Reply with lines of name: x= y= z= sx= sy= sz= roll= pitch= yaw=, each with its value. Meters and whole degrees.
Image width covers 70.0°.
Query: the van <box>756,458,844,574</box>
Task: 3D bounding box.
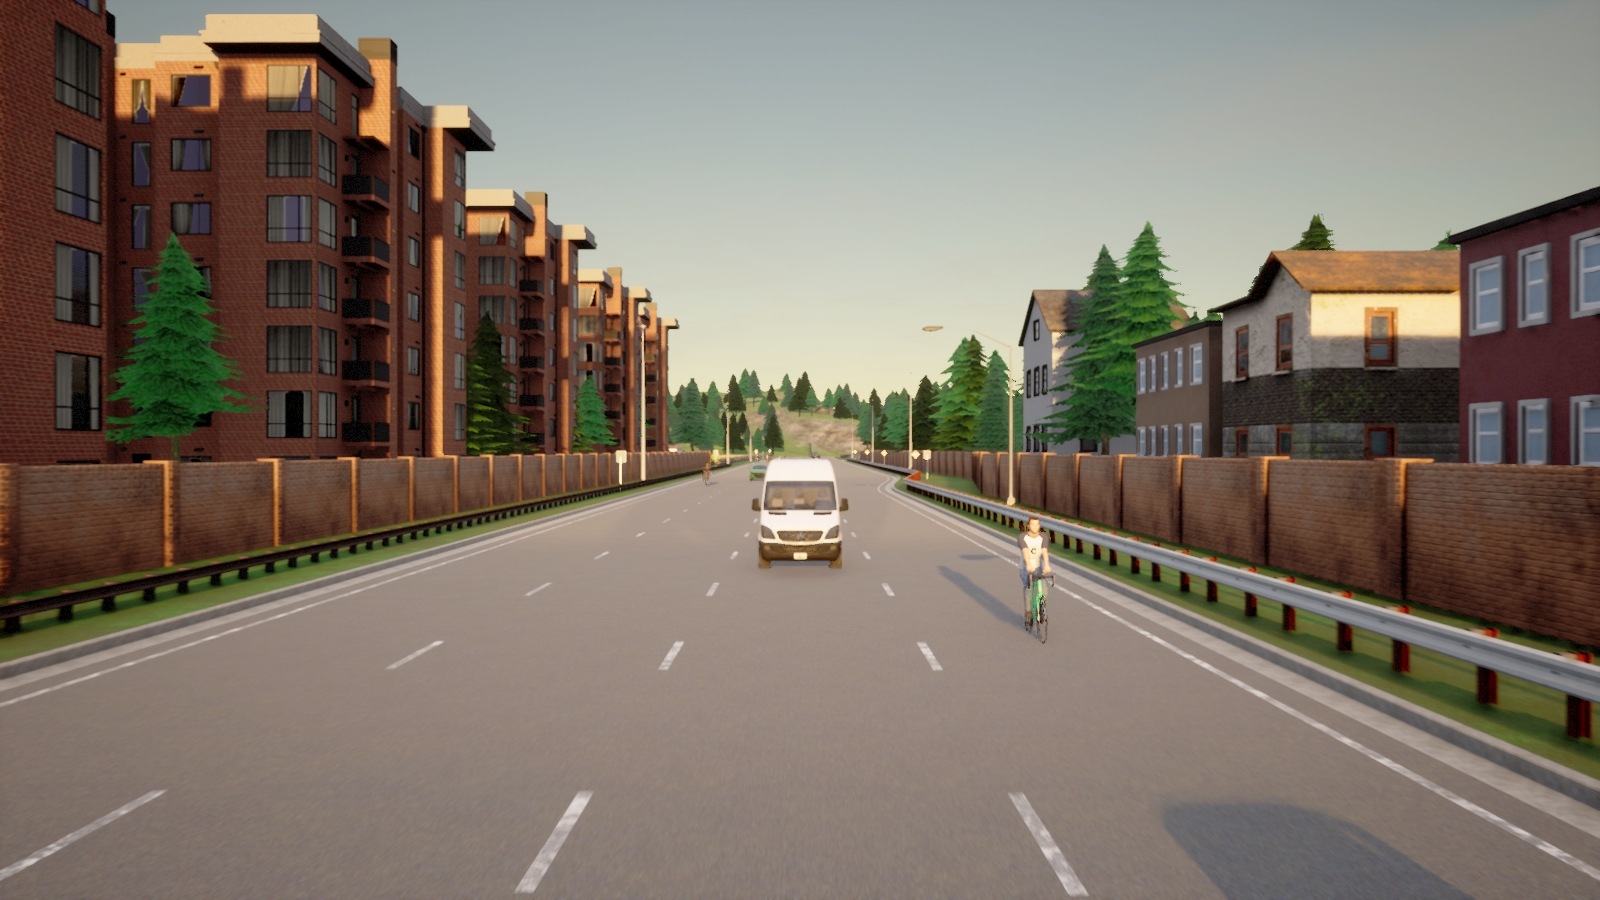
van: x=0.009 y=1.515 z=28.750 sx=1.988 sy=2.561 sz=5.915 roll=0 pitch=0 yaw=0

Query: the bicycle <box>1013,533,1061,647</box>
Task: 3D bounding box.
bicycle: x=3.505 y=2.043 z=16.992 sx=0.373 sy=1.496 sz=1.643 roll=0 pitch=0 yaw=0
